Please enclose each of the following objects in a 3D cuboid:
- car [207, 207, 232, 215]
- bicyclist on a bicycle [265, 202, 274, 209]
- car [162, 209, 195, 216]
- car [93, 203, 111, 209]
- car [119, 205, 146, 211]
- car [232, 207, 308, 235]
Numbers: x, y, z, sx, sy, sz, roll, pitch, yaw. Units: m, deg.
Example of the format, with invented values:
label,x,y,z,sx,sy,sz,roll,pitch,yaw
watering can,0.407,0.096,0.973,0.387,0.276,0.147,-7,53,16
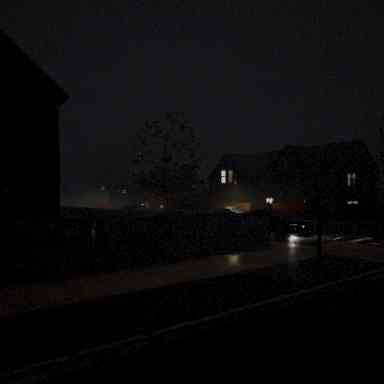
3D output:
label,x,y,z,sx,sy,sz,roll,pitch,yaw
car,2.983,2.041,29.498,2.033,1.411,5.357,-1,-1,-36
bicyclist on a bicycle,6.776,1.697,29.170,1.656,1.620,0.582,-1,0,-36
car,-0.770,2.190,29.675,1.895,1.301,4.718,-1,-1,-36
car,-14.964,2.577,54.587,2.097,1.767,4.553,-1,-1,-36
car,-6.769,2.311,38.068,1.882,1.535,5.008,-1,-1,-36
car,5.110,1.854,21.448,1.837,1.490,4.892,-1,-1,-36
